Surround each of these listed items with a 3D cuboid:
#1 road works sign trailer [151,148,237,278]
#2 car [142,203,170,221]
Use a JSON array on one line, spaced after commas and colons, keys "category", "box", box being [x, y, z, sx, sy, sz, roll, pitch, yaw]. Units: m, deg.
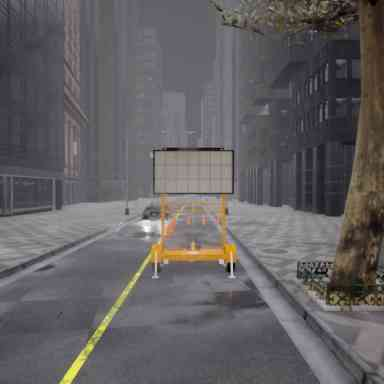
[{"category": "road works sign trailer", "box": [0.044, 0.465, 10.091, 2.380, 3.560, 2.880, 0, 0, 0]}, {"category": "car", "box": [-2.918, 1.586, 27.690, 1.994, 1.385, 4.181, 0, 0, 0]}]
